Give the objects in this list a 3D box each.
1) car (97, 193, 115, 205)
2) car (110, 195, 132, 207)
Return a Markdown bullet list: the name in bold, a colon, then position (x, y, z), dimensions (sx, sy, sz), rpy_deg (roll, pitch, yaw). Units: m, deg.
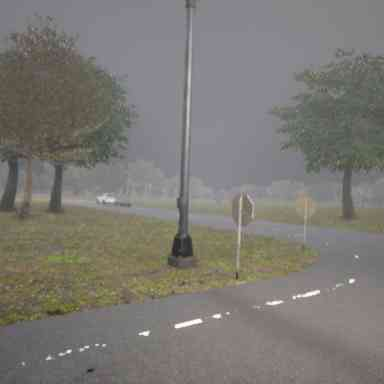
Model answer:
- **car**: position (-15.872, 1.262, 61.741), dimensions (2.150, 2.045, 5.566), rpy_deg (3, -1, -33)
- **car**: position (-11.593, 1.726, 55.288), dimensions (1.994, 1.385, 4.181), rpy_deg (3, -1, -32)
